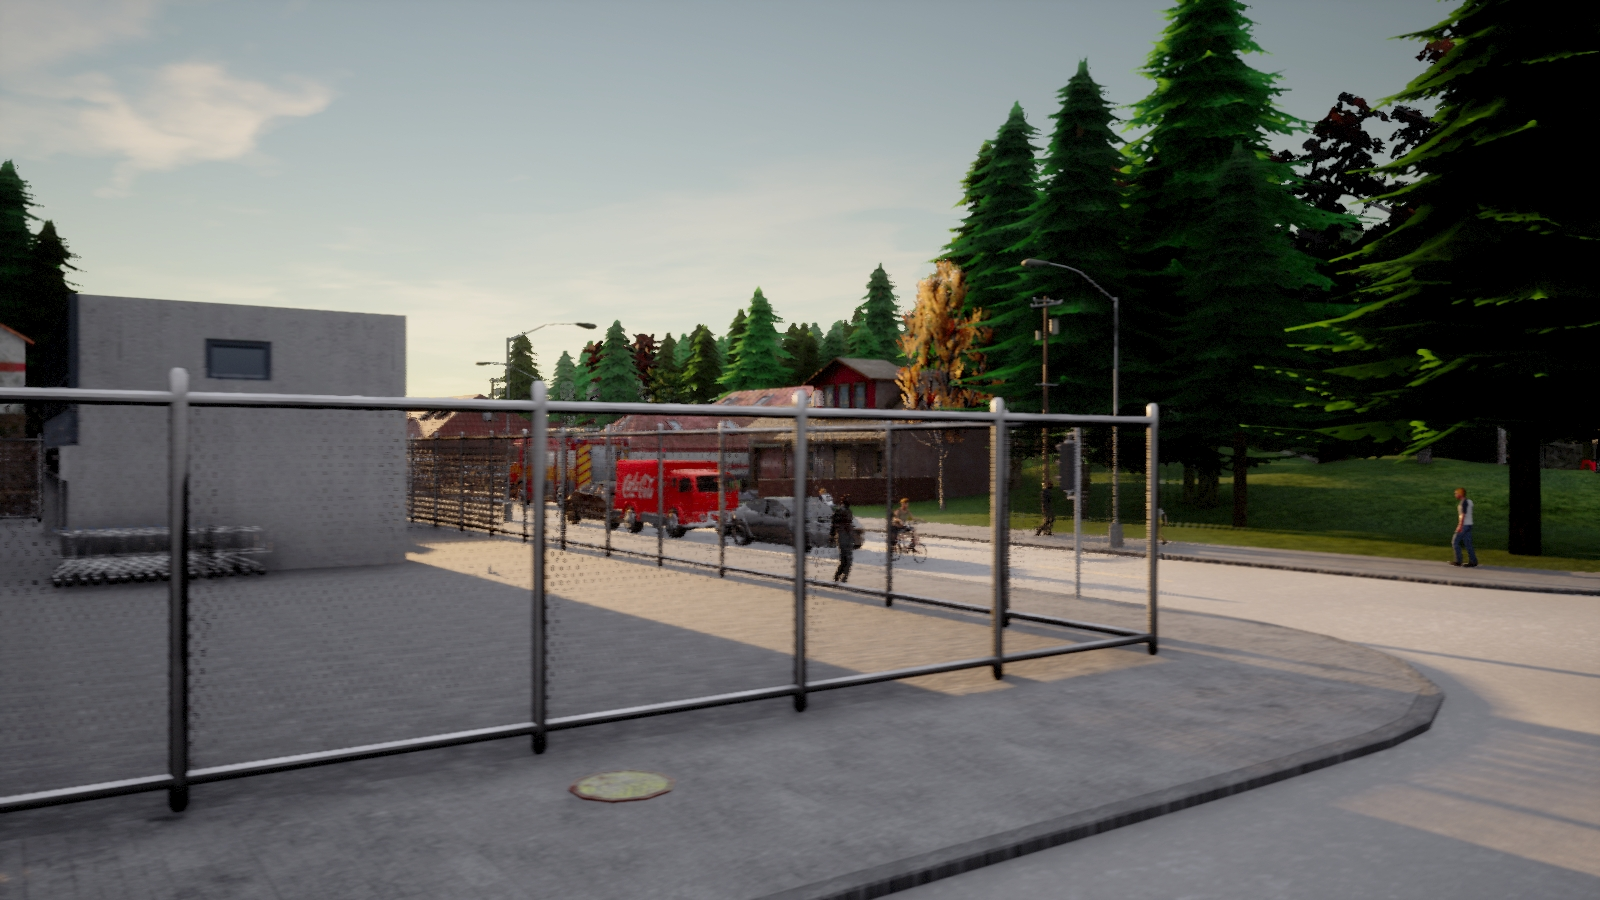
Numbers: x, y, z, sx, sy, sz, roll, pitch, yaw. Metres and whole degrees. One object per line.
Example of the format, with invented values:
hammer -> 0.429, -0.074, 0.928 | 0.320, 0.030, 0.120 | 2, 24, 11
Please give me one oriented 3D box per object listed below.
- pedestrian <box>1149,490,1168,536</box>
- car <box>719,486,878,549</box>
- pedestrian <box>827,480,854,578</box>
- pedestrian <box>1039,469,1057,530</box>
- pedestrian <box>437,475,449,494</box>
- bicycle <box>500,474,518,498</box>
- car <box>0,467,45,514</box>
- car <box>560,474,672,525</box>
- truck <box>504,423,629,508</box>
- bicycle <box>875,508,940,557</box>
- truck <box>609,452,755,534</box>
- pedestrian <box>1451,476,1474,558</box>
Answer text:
pedestrian -> 10.302, 1.806, 32.822 | 0.375, 1.300, 0.375 | 0, 0, -36
car -> -0.135, 1.843, 32.438 | 2.163, 1.488, 4.792 | 0, 0, -35
pedestrian -> 0.784, 1.516, 22.170 | 0.375, 1.860, 0.375 | 0, 0, -41
pedestrian -> 7.669, 1.525, 35.331 | 0.375, 1.860, 0.375 | 0, 0, -43
pedestrian -> -20.745, 2.009, 66.396 | 0.500, 1.100, 0.500 | 0, 0, 19
bicycle -> -15.736, 1.940, 61.674 | 0.329, 1.271, 1.835 | 0, 0, -35
car -> -33.491, 1.644, 46.470 | 4.605, 1.855, 1.932 | 0, 0, -34
car -> -6.862, 1.775, 42.164 | 2.152, 1.651, 5.027 | 0, 0, -34
truck -> -11.534, 0.671, 55.717 | 2.891, 3.827, 8.468 | 0, 0, -35
bicycle -> 2.667, 2.036, 28.436 | 0.859, 1.080, 1.487 | 0, 0, -35
truck -> -4.016, 1.339, 38.010 | 2.627, 2.467, 5.204 | 0, 0, -35
pedestrian -> 15.183, 1.524, 26.183 | 0.375, 1.860, 0.375 | 0, 0, -43
